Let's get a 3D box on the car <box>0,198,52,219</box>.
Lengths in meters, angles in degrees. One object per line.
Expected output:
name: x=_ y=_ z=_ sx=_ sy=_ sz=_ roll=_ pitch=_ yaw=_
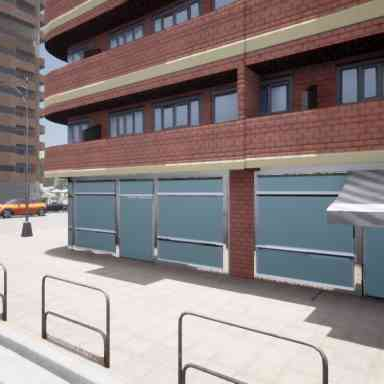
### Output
car: x=-15.480 y=1.352 z=29.729 sx=2.097 sy=1.767 sz=4.553 roll=0 pitch=0 yaw=36

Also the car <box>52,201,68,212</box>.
car: x=-15.369 y=1.601 z=35.814 sx=1.895 sy=1.301 sz=4.718 roll=0 pitch=0 yaw=36
